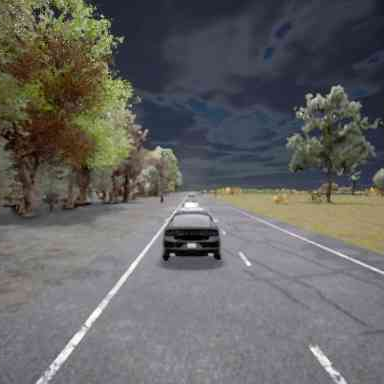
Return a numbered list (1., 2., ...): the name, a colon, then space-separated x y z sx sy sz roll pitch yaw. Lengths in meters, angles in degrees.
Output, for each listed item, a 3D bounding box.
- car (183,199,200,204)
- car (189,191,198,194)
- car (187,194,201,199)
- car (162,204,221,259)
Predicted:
1. car: -0.028 1.516 27.790 1.895 1.301 4.718 0 0 0
2. car: -0.091 1.204 83.962 1.837 1.490 4.892 0 0 0
3. car: -0.052 1.389 49.515 2.033 1.411 5.357 0 0 0
4. car: -0.010 1.442 12.425 1.882 1.535 5.008 0 0 0
